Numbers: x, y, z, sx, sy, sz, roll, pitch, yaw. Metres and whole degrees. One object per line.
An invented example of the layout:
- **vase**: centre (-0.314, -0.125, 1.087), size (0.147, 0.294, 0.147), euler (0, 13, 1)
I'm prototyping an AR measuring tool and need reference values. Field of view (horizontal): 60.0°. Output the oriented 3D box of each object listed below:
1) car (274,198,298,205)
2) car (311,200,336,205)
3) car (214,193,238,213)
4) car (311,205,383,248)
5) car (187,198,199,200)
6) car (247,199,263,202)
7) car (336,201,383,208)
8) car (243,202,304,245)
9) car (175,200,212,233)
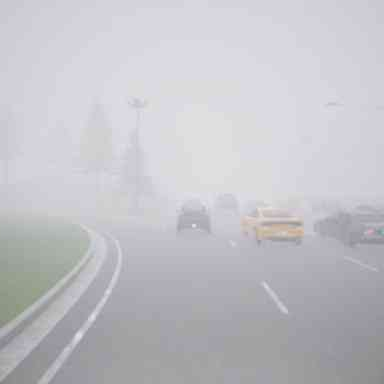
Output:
- **car**: centre (10.605, 1.408, 37.972), size (1.882, 1.535, 5.008), euler (0, 0, 0)
- **car**: centre (14.103, 1.536, 34.886), size (1.895, 1.301, 4.718), euler (0, 0, 0)
- **car**: centre (3.604, 1.156, 35.618), size (2.150, 2.045, 5.566), euler (0, 0, 0)
- **car**: centre (7.101, 1.520, 14.651), size (2.033, 1.411, 5.357), euler (0, 0, 0)
- **car**: centre (0.105, 1.438, 36.441), size (1.837, 1.490, 4.892), euler (0, 0, 0)
- **car**: centre (7.104, 1.496, 36.922), size (1.994, 1.385, 4.181), euler (0, 0, 0)
- **car**: centre (10.602, 1.441, 19.492), size (1.882, 1.535, 5.008), euler (0, 0, 0)
- **car**: centre (3.602, 1.449, 15.461), size (1.882, 1.535, 5.008), euler (0, 0, 0)
- **car**: centre (0.102, 1.469, 19.491), size (1.837, 1.490, 4.892), euler (0, 0, 0)
